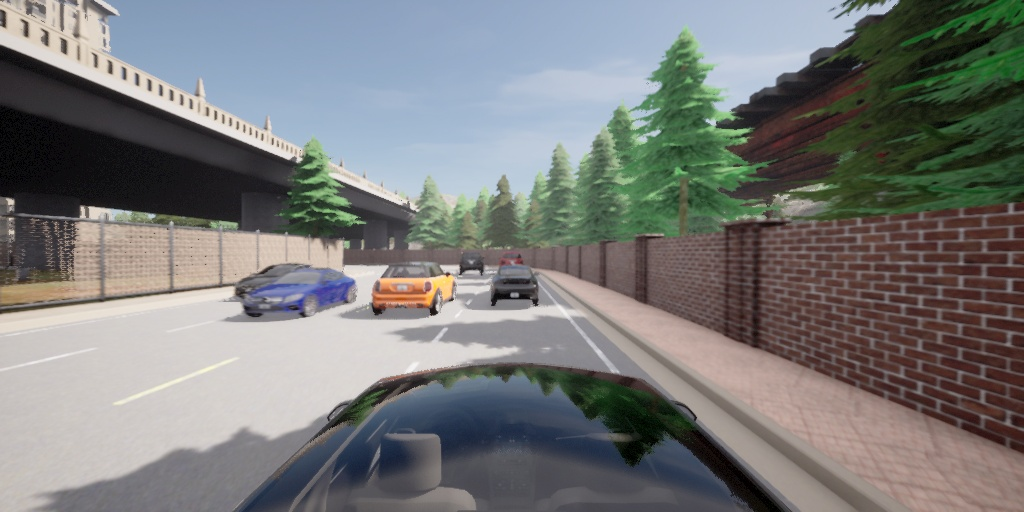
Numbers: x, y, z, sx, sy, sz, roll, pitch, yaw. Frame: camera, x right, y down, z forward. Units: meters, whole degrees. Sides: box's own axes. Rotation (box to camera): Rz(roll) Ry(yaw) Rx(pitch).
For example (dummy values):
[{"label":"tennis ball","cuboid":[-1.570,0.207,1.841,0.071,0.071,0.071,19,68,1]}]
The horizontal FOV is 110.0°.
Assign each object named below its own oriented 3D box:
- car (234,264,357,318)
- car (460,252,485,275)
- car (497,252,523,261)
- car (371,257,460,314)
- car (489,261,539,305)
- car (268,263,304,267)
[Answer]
[{"label":"car","cuboid":[-7.096,1.168,12.604,1.812,1.442,4.674,0,1,0]},{"label":"car","cuboid":[-3.763,0.658,33.437,2.150,2.045,5.566,0,1,-6]},{"label":"car","cuboid":[-0.147,0.659,33.364,2.150,2.045,5.566,0,1,-4]},{"label":"car","cuboid":[-3.398,0.988,13.236,2.097,1.767,4.553,0,1,0]},{"label":"car","cuboid":[0.104,1.122,15.206,1.837,1.490,4.892,0,1,0]},{"label":"car","cuboid":[-10.596,1.106,16.848,1.837,1.490,4.892,0,1,0]}]
